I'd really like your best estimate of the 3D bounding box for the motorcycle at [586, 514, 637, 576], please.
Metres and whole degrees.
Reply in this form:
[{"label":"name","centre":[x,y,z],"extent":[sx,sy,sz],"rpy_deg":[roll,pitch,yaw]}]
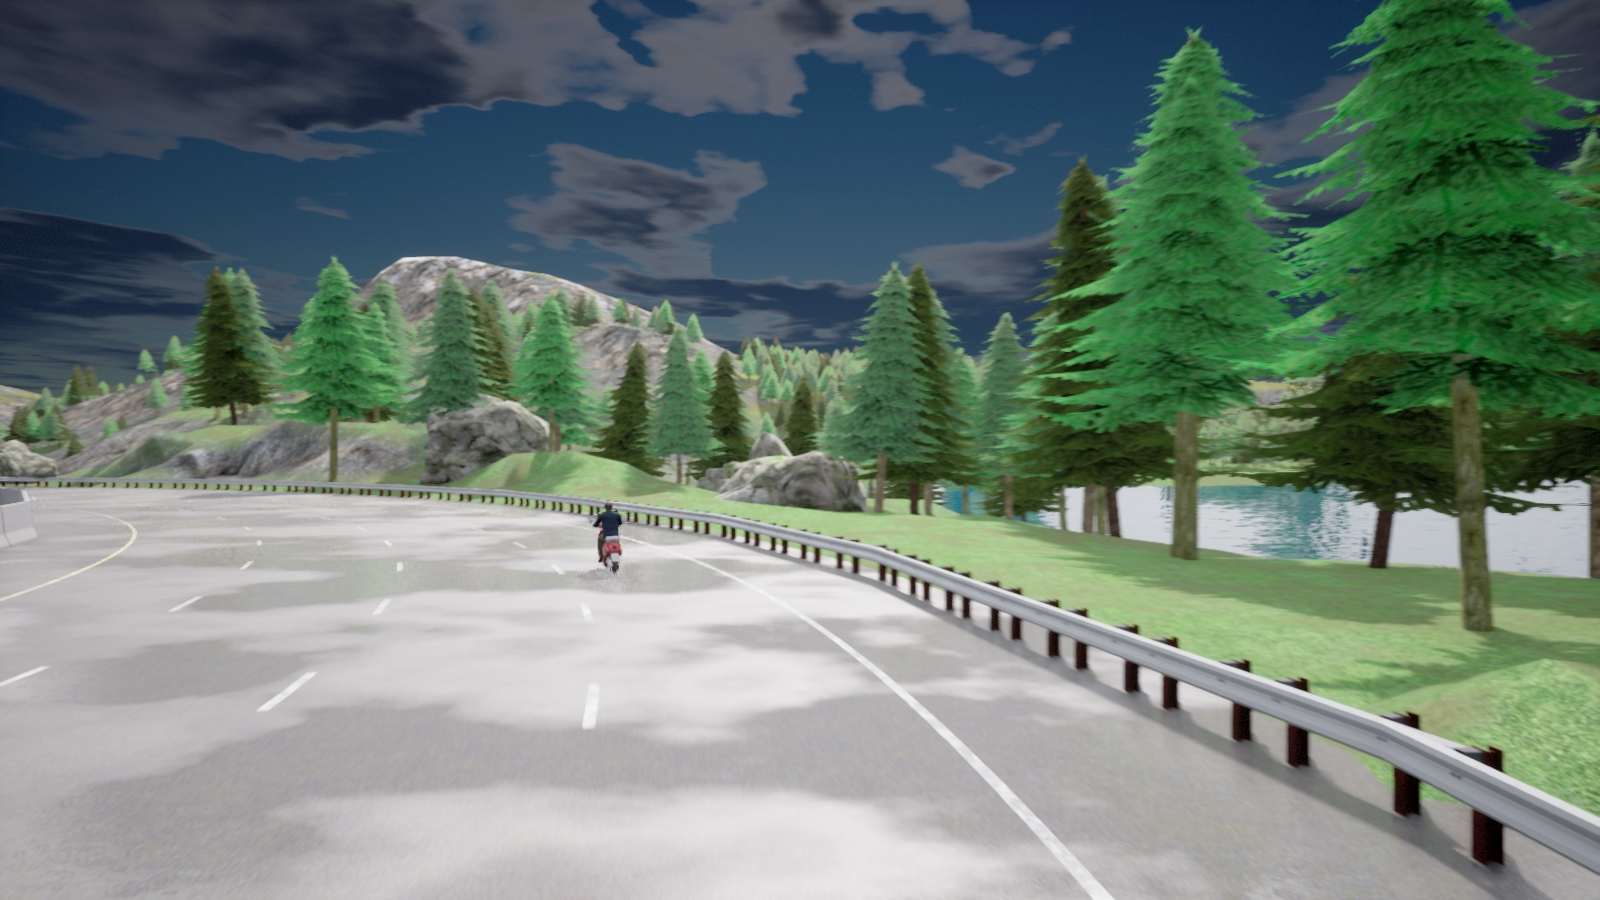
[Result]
[{"label":"motorcycle","centre":[-4.362,2.166,26.304],"extent":[0.856,1.236,1.805],"rpy_deg":[-3,1,-17]}]
